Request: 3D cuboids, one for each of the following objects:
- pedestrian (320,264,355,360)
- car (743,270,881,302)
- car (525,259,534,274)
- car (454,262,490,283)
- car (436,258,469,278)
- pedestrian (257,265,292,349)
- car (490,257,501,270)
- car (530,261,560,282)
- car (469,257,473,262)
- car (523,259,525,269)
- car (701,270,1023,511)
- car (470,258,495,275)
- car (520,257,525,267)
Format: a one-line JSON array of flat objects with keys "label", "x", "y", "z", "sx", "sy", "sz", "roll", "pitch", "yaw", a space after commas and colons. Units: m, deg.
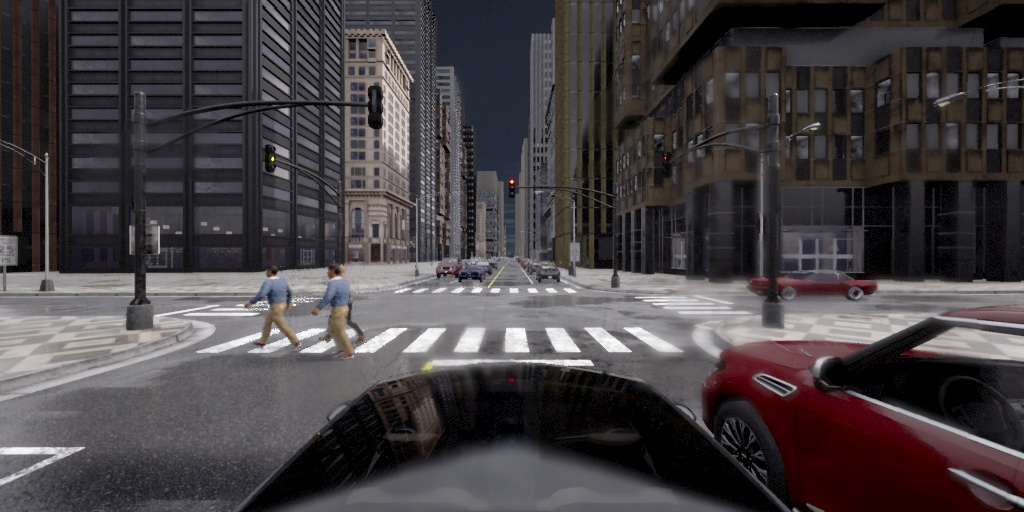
[{"label": "pedestrian", "x": -3.342, "y": 1.044, "z": 6.877, "sx": 0.375, "sy": 1.860, "sz": 0.375, "roll": 0, "pitch": 0, "yaw": 0}, {"label": "car", "x": 13.522, "y": 1.314, "z": 16.386, "sx": 4.718, "sy": 1.301, "sz": 1.895, "roll": 0, "pitch": 0, "yaw": 0}, {"label": "car", "x": 2.770, "y": 1.304, "z": 39.493, "sx": 2.007, "sy": 1.370, "sz": 4.403, "roll": 0, "pitch": 0, "yaw": 0}, {"label": "car", "x": -3.094, "y": 1.352, "z": 28.469, "sx": 1.895, "sy": 1.301, "sz": 4.718, "roll": 0, "pitch": 0, "yaw": 0}, {"label": "car", "x": -5.756, "y": 1.067, "z": 33.844, "sx": 2.192, "sy": 1.841, "sz": 5.009, "roll": 0, "pitch": 0, "yaw": 0}, {"label": "pedestrian", "x": -4.943, "y": 1.046, "z": 7.485, "sx": 0.375, "sy": 1.860, "sz": 0.375, "roll": 0, "pitch": 0, "yaw": 0}, {"label": "car", "x": -3.072, "y": 1.305, "z": 52.238, "sx": 2.033, "sy": 1.411, "sz": 5.357, "roll": 0, "pitch": 0, "yaw": 0}, {"label": "car", "x": 2.768, "y": 1.302, "z": 28.211, "sx": 2.007, "sy": 1.370, "sz": 4.403, "roll": 0, "pitch": 0, "yaw": 0}, {"label": "car", "x": -5.755, "y": 1.193, "z": 39.486, "sx": 1.967, "sy": 1.591, "sz": 4.097, "roll": 0, "pitch": 0, "yaw": 0}, {"label": "car", "x": 2.772, "y": 1.300, "z": 45.133, "sx": 1.888, "sy": 1.381, "sz": 4.507, "roll": 0, "pitch": 0, "yaw": 0}, {"label": "car", "x": 2.763, "y": 1.065, "z": 1.238, "sx": 2.192, "sy": 1.841, "sz": 5.009, "roll": 0, "pitch": 0, "yaw": 0}, {"label": "car", "x": -3.093, "y": 1.279, "z": 38.437, "sx": 1.812, "sy": 1.442, "sz": 4.674, "roll": 0, "pitch": 0, "yaw": 0}, {"label": "car", "x": 2.774, "y": 1.199, "z": 56.414, "sx": 1.967, "sy": 1.591, "sz": 4.097, "roll": 0, "pitch": 0, "yaw": 0}]
